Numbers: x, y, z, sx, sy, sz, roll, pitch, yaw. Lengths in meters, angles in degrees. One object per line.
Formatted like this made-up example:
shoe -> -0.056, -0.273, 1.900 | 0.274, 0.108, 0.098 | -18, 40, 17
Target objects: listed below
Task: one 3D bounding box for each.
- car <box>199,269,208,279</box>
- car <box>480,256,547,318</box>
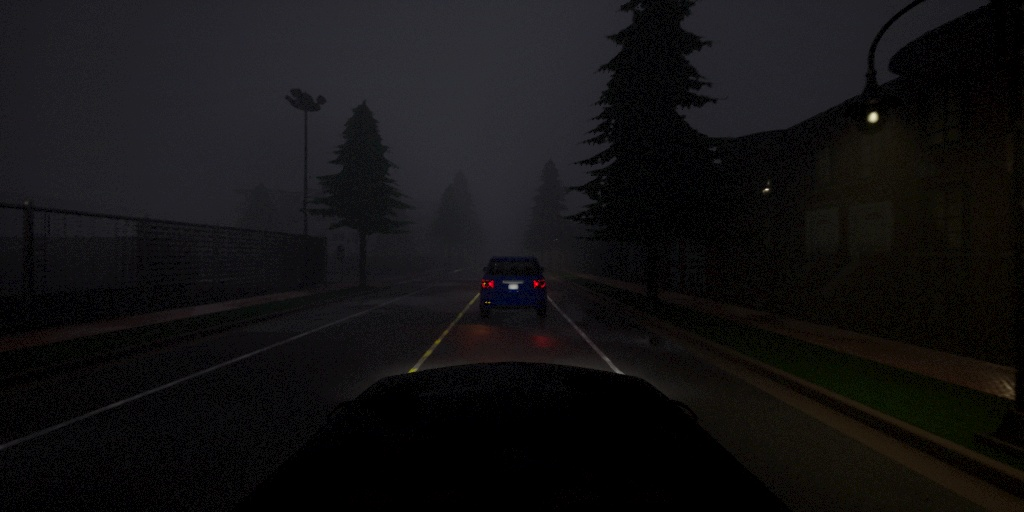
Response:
car -> -29.532, 1.359, 31.423 | 4.892, 1.490, 1.837 | 0, 0, 1
car -> 0.064, 1.006, 13.378 | 2.150, 2.045, 5.566 | 0, 0, 0
